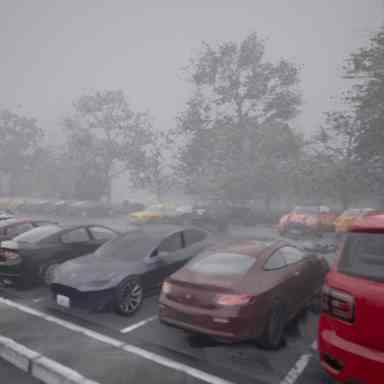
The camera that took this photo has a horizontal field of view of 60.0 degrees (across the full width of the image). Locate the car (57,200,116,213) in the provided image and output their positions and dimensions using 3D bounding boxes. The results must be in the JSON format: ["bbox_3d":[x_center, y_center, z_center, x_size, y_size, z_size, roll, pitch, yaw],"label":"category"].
[{"bbox_3d":[-9.137,1.561,30.212,2.231,1.521,4.892,1,1,36],"label":"car"}]

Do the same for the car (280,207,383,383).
[{"bbox_3d":[3.545,1.272,4.902,2.435,2.045,5.566,-1,0,36],"label":"car"}]

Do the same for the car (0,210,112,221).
[{"bbox_3d":[-5.495,1.622,11.415,2.097,1.535,5.008,0,0,36],"label":"car"}]

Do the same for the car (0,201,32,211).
[{"bbox_3d":[-9.988,1.499,14.718,2.185,1.767,4.553,0,0,36],"label":"car"}]

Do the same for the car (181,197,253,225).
[{"bbox_3d":[2.065,1.368,22.132,2.435,2.045,5.566,0,0,36],"label":"car"}]

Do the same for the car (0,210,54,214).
[{"bbox_3d":[-7.748,1.667,13.059,2.002,1.452,4.674,0,0,36],"label":"car"}]

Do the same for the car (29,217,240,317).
[{"bbox_3d":[-0.994,1.616,8.122,2.163,1.488,4.792,-1,0,36],"label":"car"}]

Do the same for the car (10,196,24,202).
[{"bbox_3d":[-16.031,1.448,35.183,2.163,1.488,4.792,2,1,36],"label":"car"}]

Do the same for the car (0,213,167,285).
[{"bbox_3d":[-3.237,1.608,9.778,2.097,1.535,5.008,0,0,36],"label":"car"}]

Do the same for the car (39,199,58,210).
[{"bbox_3d":[-11.499,1.520,31.926,2.097,1.535,5.008,1,1,36],"label":"car"}]

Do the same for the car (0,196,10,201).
[{"bbox_3d":[-18.054,1.351,36.915,1.946,1.575,5.366,2,1,36],"label":"car"}]

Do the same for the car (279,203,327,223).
[{"bbox_3d":[6.585,1.460,18.858,2.185,1.767,4.553,0,0,36],"label":"car"}]

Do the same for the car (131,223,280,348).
[{"bbox_3d":[1.277,1.597,6.508,2.002,1.452,4.674,-1,-1,36],"label":"car"}]

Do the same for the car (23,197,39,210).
[{"bbox_3d":[-13.757,1.473,33.563,2.097,1.535,5.008,1,1,36],"label":"car"}]

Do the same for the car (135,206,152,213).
[{"bbox_3d":[-2.576,1.618,25.233,1.946,1.575,5.366,0,0,36],"label":"car"}]

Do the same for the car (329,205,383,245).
[{"bbox_3d":[8.819,1.556,17.192,2.097,1.535,5.008,-1,0,36],"label":"car"}]

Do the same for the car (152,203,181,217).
[{"bbox_3d":[-0.206,1.624,23.750,2.097,1.535,5.008,0,0,36],"label":"car"}]
